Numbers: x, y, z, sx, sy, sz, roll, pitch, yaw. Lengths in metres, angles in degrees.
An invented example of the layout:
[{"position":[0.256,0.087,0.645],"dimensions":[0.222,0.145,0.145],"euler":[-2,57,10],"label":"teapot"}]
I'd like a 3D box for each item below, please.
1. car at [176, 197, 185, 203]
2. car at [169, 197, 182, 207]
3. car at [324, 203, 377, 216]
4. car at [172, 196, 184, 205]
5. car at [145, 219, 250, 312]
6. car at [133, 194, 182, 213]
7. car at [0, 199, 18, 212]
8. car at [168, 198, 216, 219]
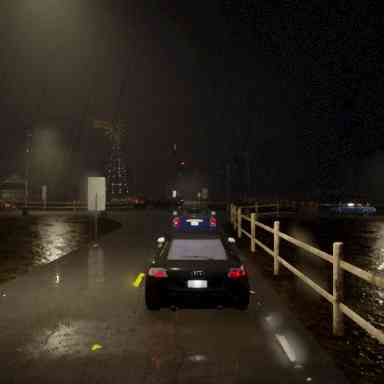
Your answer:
[{"position":[-2.658,1.933,76.635],"dimensions":[1.895,1.301,4.718],"euler":[0,0,0],"label":"car"},{"position":[-2.757,1.677,57.167],"dimensions":[1.882,1.535,5.008],"euler":[0,0,0],"label":"car"},{"position":[17.892,1.950,37.724],"dimensions":[5.357,1.411,2.033],"euler":[1,-2,0],"label":"car"},{"position":[-2.702,1.613,66.416],"dimensions":[2.097,1.767,4.553],"euler":[0,0,1],"label":"car"},{"position":[0.106,1.573,7.804],"dimensions":[1.994,1.385,4.181],"euler":[0,0,0],"label":"car"},{"position":[-4.205,1.274,38.545],"dimensions":[5.566,2.045,2.150],"euler":[1,1,-44],"label":"car"},{"position":[-20.245,1.351,34.138],"dimensions":[4.181,1.385,1.994],"euler":[1,-2,0],"label":"car"},{"position":[0.115,1.380,16.447],"dimensions":[2.097,1.767,4.553],"euler":[0,0,0],"label":"car"}]
